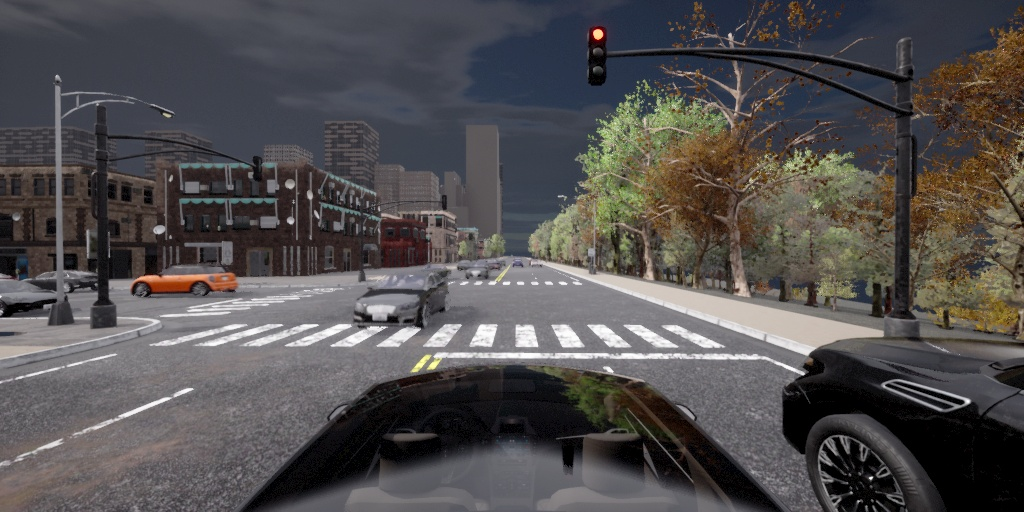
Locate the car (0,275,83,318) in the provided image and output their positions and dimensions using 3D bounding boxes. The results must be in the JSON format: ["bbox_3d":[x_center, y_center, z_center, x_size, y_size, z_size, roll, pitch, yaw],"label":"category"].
[{"bbox_3d":[-19.762,1.564,13.673,4.313,1.339,1.948,0,0,1],"label":"car"}]

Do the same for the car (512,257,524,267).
[{"bbox_3d":[1.026,1.248,63.751,1.812,1.442,4.674,0,0,1],"label":"car"}]

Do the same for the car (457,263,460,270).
[{"bbox_3d":[-5.870,1.237,45.944,1.837,1.490,4.892,0,0,1],"label":"car"}]

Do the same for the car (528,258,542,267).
[{"bbox_3d":[4.386,1.323,64.080,1.895,1.301,4.718,0,0,1],"label":"car"}]

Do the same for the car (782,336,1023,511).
[{"bbox_3d":[3.321,0.972,0.625,2.150,2.045,5.566,0,0,1],"label":"car"}]

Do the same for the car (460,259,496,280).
[{"bbox_3d":[-2.868,1.230,31.161,2.128,1.511,4.902,0,0,1],"label":"car"}]

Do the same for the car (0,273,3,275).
[{"bbox_3d":[-33.486,1.653,22.424,4.207,1.307,1.802,0,0,1],"label":"car"}]

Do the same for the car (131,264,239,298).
[{"bbox_3d":[-17.673,1.268,19.454,4.553,1.767,2.097,-1,1,0],"label":"car"}]

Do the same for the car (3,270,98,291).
[{"bbox_3d":[-27.951,1.558,22.324,4.403,1.370,2.007,0,0,1],"label":"car"}]

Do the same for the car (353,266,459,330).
[{"bbox_3d":[-3.204,1.239,11.250,2.128,1.511,4.902,0,0,1],"label":"car"}]

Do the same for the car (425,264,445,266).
[{"bbox_3d":[-6.367,1.341,29.257,1.895,1.301,4.718,0,0,5],"label":"car"}]

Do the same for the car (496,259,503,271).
[{"bbox_3d":[-2.579,1.295,48.236,1.994,1.385,4.181,0,0,1],"label":"car"}]
